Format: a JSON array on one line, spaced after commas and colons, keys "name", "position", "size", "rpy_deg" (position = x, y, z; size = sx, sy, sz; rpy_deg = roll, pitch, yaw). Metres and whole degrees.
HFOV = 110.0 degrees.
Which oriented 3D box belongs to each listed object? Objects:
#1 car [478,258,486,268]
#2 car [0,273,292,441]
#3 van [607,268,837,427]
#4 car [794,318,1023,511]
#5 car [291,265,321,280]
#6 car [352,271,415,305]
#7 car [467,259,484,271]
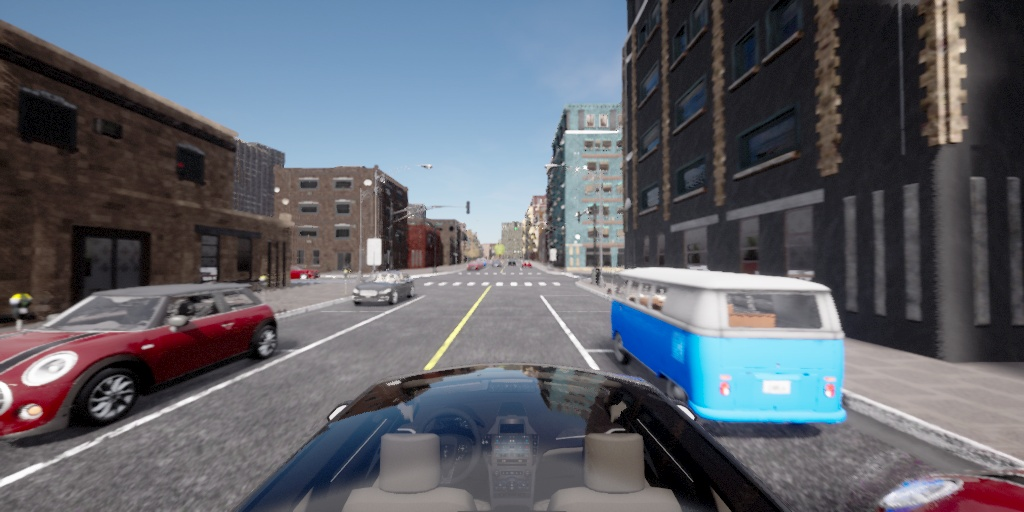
[{"name": "car", "position": [-5.679, 1.506, 59.968], "size": [1.888, 1.381, 4.507], "rpy_deg": [0, 0, 0]}, {"name": "car", "position": [-5.689, 1.204, 5.517], "size": [1.967, 1.591, 4.097], "rpy_deg": [0, 0, 0]}, {"name": "van", "position": [2.692, 1.104, 5.508], "size": [1.690, 1.789, 3.998], "rpy_deg": [0, 0, 0]}, {"name": "car", "position": [2.691, 1.184, 0.101], "size": [1.967, 1.591, 4.097], "rpy_deg": [0, 0, 0]}, {"name": "car", "position": [-19.288, 1.474, 31.580], "size": [4.507, 1.381, 1.888], "rpy_deg": [0, 0, 1]}, {"name": "car", "position": [-5.687, 1.355, 16.331], "size": [2.007, 1.370, 4.403], "rpy_deg": [0, 0, 0]}, {"name": "car", "position": [-5.756, 1.486, 54.287], "size": [1.888, 1.381, 4.507], "rpy_deg": [0, 0, 0]}]
